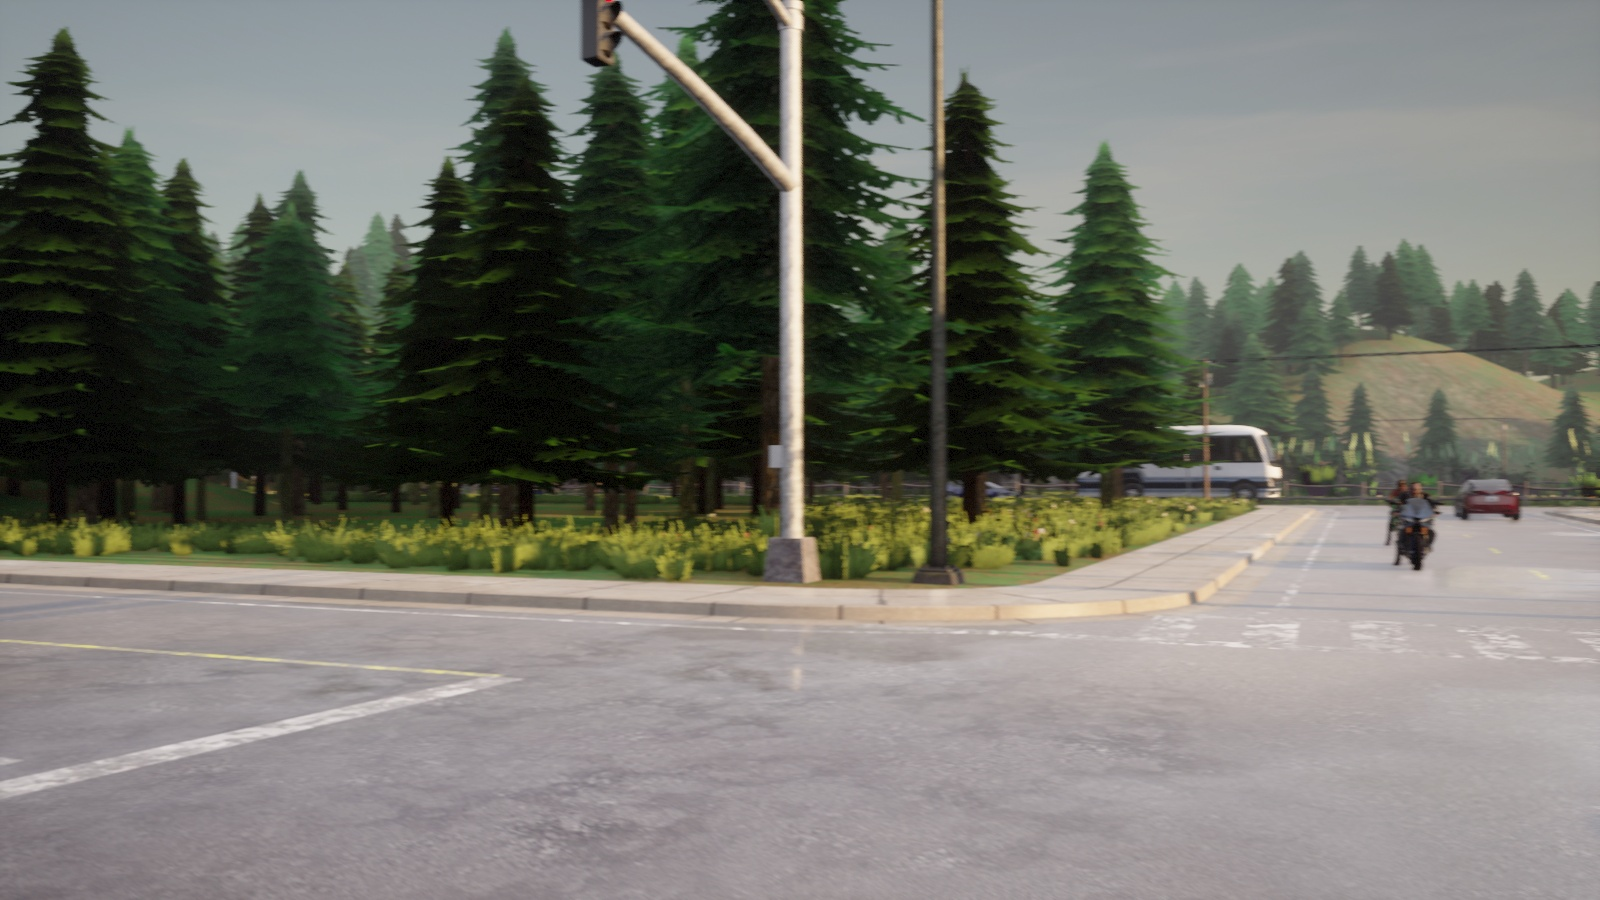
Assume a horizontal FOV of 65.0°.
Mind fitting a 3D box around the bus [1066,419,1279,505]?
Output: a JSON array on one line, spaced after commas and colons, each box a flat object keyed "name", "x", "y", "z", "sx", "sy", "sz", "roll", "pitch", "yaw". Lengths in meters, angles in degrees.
[{"name": "bus", "x": 19.686, "y": 0.719, "z": 66.507, "sx": 10.273, "sy": 4.253, "sz": 3.944, "roll": -1, "pitch": -1, "yaw": 26}]

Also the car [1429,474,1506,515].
[{"name": "car", "x": 25.246, "y": 1.650, "z": 47.661, "sx": 2.163, "sy": 1.488, "sz": 4.792, "roll": -1, "pitch": -1, "yaw": 23}]

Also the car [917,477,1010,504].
[{"name": "car", "x": 9.327, "y": 2.312, "z": 71.496, "sx": 4.792, "sy": 1.488, "sz": 2.163, "roll": -1, "pitch": -1, "yaw": 25}]

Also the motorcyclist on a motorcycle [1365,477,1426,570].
[{"name": "motorcyclist on a motorcycle", "x": 10.484, "y": 1.257, "z": 22.161, "sx": 0.866, "sy": 1.530, "sz": 2.191, "roll": -1, "pitch": -1, "yaw": 23}]
